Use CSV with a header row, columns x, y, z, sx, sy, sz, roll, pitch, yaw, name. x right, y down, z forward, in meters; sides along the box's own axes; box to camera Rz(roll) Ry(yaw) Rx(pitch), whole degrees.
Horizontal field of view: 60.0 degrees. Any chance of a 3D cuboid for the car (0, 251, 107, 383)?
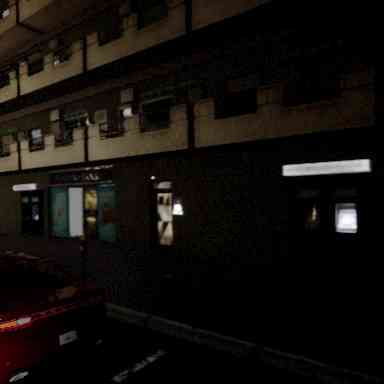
x,y,z,sx,sy,sz,roll,pitch,yaw,name
-3.279,1.607,5.223,4.507,1.381,1.887,-1,-1,35,car
